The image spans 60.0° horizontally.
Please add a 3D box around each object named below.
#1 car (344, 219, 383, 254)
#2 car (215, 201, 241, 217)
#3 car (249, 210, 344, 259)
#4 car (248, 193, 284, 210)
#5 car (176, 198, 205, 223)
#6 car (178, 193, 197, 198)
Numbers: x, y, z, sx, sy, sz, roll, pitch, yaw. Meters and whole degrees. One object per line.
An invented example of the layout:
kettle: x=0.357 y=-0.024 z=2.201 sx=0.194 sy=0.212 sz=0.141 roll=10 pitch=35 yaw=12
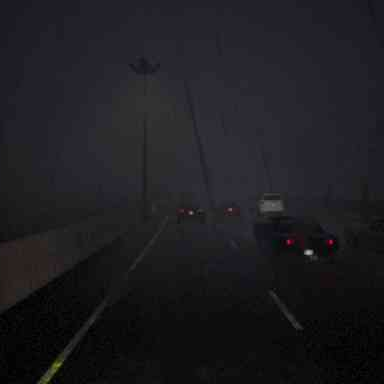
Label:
car: x=7.091 y=1.563 z=11.458 sx=1.895 sy=1.301 sz=4.718 roll=0 pitch=0 yaw=0
car: x=3.205 y=1.464 z=30.309 sx=1.994 sy=1.385 sz=4.181 roll=0 pitch=0 yaw=-2
car: x=3.587 y=1.559 z=12.468 sx=1.895 sy=1.301 sz=4.718 roll=0 pitch=0 yaw=0
car: x=6.693 y=1.121 z=30.448 sx=2.150 sy=2.045 sz=5.566 roll=0 pitch=0 yaw=-2
car: x=-0.130 y=1.422 z=24.516 sx=2.163 sy=1.488 sz=4.792 roll=0 pitch=0 yaw=-2
car: x=-0.573 y=1.083 z=41.394 sx=2.150 sy=2.045 sz=5.566 roll=0 pitch=0 yaw=-1
